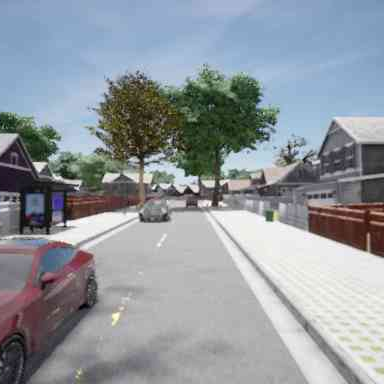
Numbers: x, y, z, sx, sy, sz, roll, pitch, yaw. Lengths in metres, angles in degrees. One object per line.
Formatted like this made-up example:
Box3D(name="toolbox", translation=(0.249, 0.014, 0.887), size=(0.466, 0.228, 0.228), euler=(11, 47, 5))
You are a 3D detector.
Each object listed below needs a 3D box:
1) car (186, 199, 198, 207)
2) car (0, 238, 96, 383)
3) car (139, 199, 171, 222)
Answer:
Box3D(name="car", translation=(-0.032, 1.669, 51.275), size=(1.895, 1.301, 4.718), euler=(0, 0, 0))
Box3D(name="car", translation=(-2.834, 1.514, 5.110), size=(1.812, 1.442, 4.674), euler=(0, 0, 0))
Box3D(name="car", translation=(-2.792, 1.343, 25.923), size=(2.097, 1.767, 4.553), euler=(0, 0, 0))
